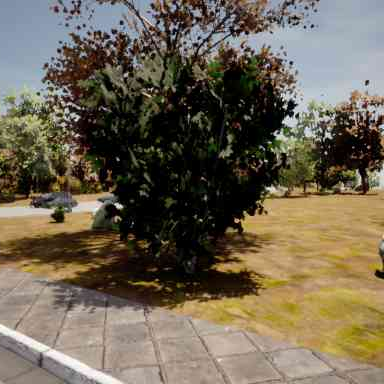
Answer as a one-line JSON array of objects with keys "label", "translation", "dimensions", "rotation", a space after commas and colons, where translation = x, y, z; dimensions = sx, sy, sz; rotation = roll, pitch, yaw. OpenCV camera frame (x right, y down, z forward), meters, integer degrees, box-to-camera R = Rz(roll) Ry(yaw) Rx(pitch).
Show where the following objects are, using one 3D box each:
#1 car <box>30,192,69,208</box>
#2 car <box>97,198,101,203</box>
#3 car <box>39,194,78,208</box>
[{"label": "car", "translation": [-19.343, 1.047, 46.108], "dimensions": [2.150, 2.045, 5.566], "rotation": [0, 2, 38]}, {"label": "car", "translation": [-12.843, 0.966, 54.120], "dimensions": [2.033, 1.411, 5.357], "rotation": [0, 3, 39]}, {"label": "car", "translation": [-17.066, 1.400, 43.348], "dimensions": [1.994, 1.385, 4.181], "rotation": [0, 2, 39]}]
